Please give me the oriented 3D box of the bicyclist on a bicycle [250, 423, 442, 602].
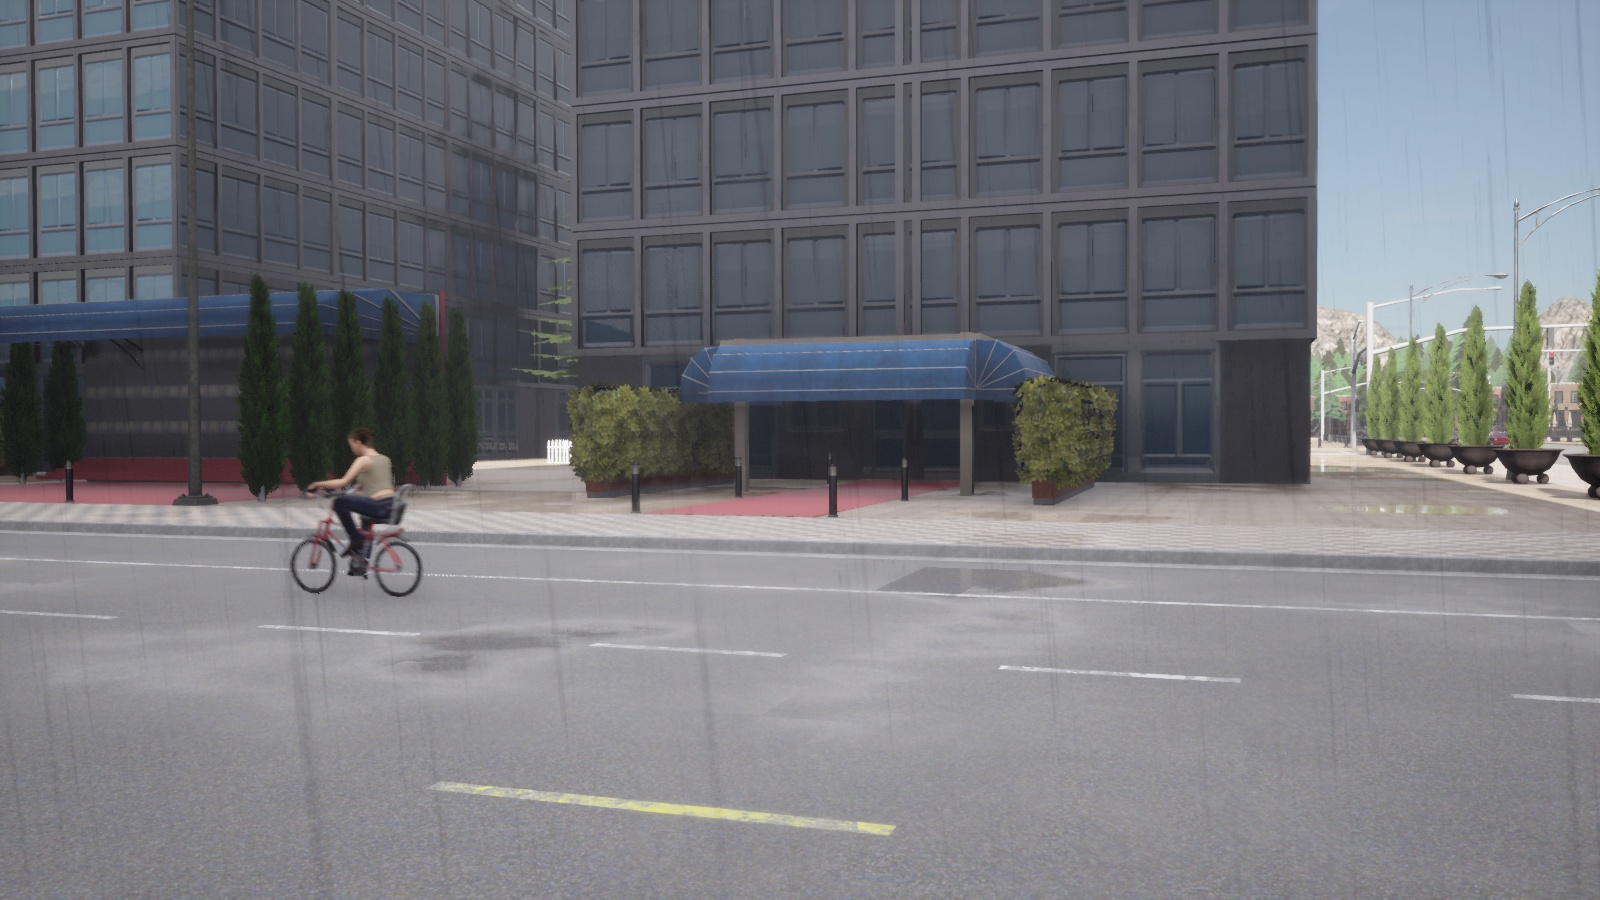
[{"bbox_3d":[-4.318,0.555,11.990,1.509,1.612,0.866,1,1,18],"label":"bicyclist on a bicycle"}]
